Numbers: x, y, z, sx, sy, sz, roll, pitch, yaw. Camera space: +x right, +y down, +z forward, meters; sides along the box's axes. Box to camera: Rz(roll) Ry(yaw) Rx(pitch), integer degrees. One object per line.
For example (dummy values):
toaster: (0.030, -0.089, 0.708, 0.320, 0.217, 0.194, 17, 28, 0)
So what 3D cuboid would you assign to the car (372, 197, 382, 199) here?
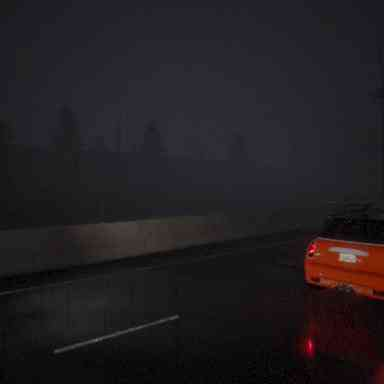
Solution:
car: (24.339, 0.892, 44.243, 1.994, 1.385, 4.181, 0, 1, 41)

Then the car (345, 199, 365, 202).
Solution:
car: (7.802, 1.268, 15.204, 4.902, 1.511, 2.128, -1, 1, -43)

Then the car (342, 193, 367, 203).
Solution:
car: (24.232, 0.831, 49.433, 2.033, 1.411, 5.357, 0, 1, 42)

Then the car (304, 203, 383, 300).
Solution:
car: (4.579, 1.232, 7.640, 4.553, 1.767, 2.097, -1, 1, -40)
